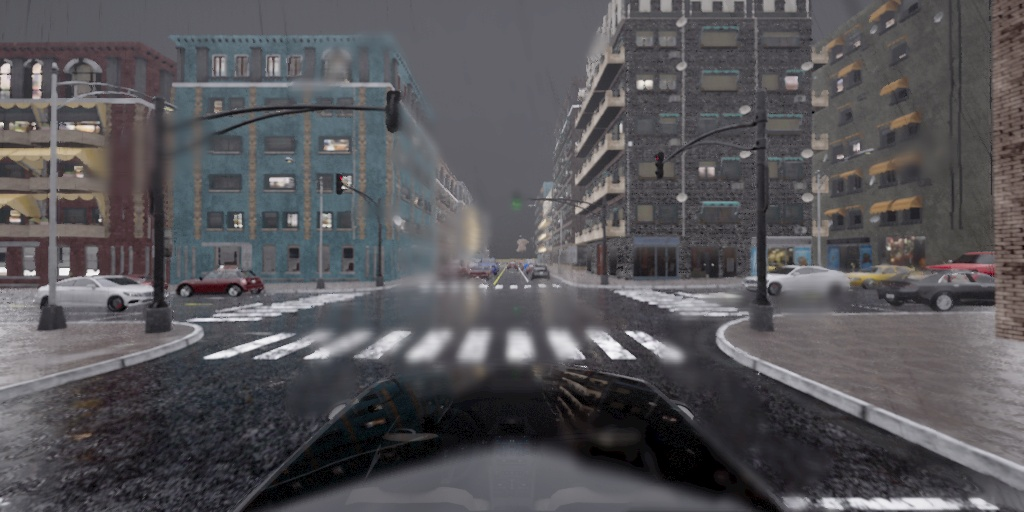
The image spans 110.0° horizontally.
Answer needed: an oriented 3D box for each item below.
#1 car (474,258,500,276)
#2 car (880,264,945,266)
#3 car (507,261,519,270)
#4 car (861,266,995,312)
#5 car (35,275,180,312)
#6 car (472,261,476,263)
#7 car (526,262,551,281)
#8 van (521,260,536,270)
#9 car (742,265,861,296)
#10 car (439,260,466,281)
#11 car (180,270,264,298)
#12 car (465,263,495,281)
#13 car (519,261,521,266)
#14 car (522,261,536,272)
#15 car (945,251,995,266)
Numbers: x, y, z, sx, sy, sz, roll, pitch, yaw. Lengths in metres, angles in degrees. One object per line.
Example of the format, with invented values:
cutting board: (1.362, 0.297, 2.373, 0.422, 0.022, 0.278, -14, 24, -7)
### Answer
car: (-2.847, 1.251, 42.736, 2.150, 2.045, 5.566, 0, 0, 0)
car: (21.134, 1.132, 20.509, 4.829, 1.417, 1.751, 0, 0, 0)
car: (0.115, 1.698, 64.965, 1.812, 1.442, 4.674, 0, 0, 0)
car: (15.603, 1.160, 12.670, 4.403, 1.370, 2.007, 0, 0, 0)
car: (-17.500, 1.567, 15.385, 4.674, 1.442, 1.812, -1, -1, 2)
car: (-5.314, 1.547, 38.512, 1.888, 1.381, 4.507, 0, 0, 0)
car: (2.566, 1.531, 32.960, 1.948, 1.339, 4.313, 0, 0, 0)
van: (2.567, 1.415, 49.616, 1.690, 1.789, 3.998, 0, 0, 0)
car: (14.263, 1.199, 18.100, 4.674, 1.442, 1.812, -1, -1, 2)
car: (-5.314, 1.279, 32.960, 2.192, 1.841, 5.009, 0, 0, 0)
car: (-16.905, 1.521, 20.807, 4.097, 1.591, 1.967, 0, 0, 0)
car: (-2.849, 1.564, 32.757, 1.895, 1.301, 4.718, 0, 0, 0)
car: (2.567, 1.585, 60.720, 1.967, 1.591, 4.097, 0, 0, 0)
car: (2.567, 1.620, 44.064, 1.802, 1.307, 4.207, 0, 0, 0)
car: (24.215, 0.771, 18.026, 5.566, 2.045, 2.150, -1, -1, 1)
